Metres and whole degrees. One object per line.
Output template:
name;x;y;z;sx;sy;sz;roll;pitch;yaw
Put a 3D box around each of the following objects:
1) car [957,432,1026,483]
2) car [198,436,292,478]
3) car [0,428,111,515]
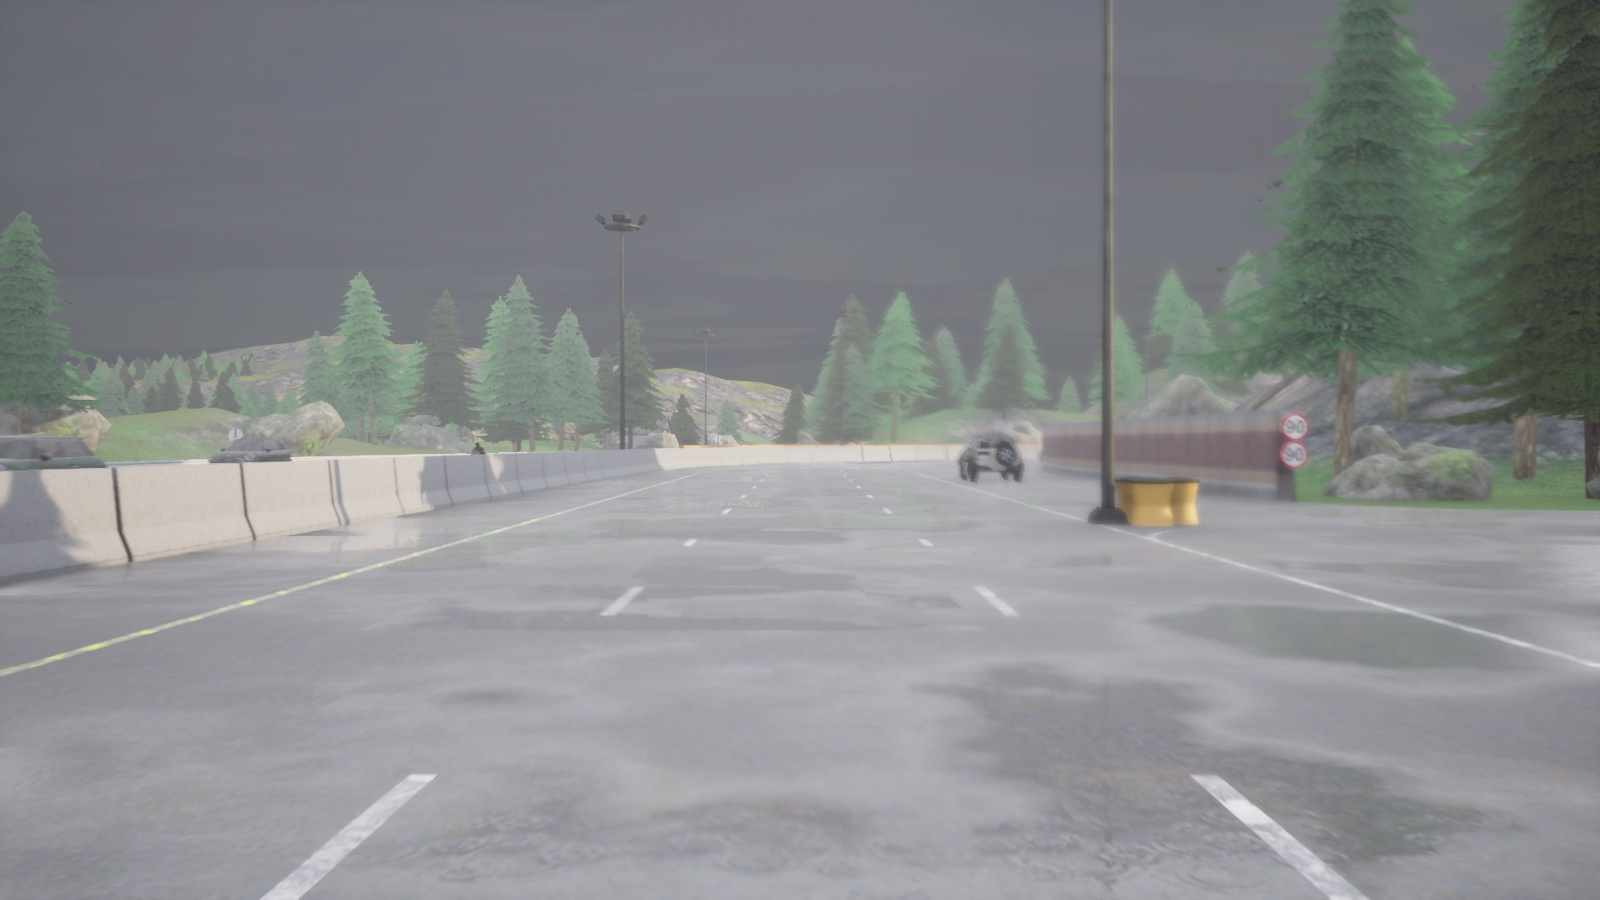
car;7.260;0.287;48.043;1.932;1.855;4.605;0;0;0
car;-24.210;0.263;54.993;2.097;1.767;4.553;0;0;0
car;-17.336;0.430;27.397;2.097;1.767;4.553;0;0;0
